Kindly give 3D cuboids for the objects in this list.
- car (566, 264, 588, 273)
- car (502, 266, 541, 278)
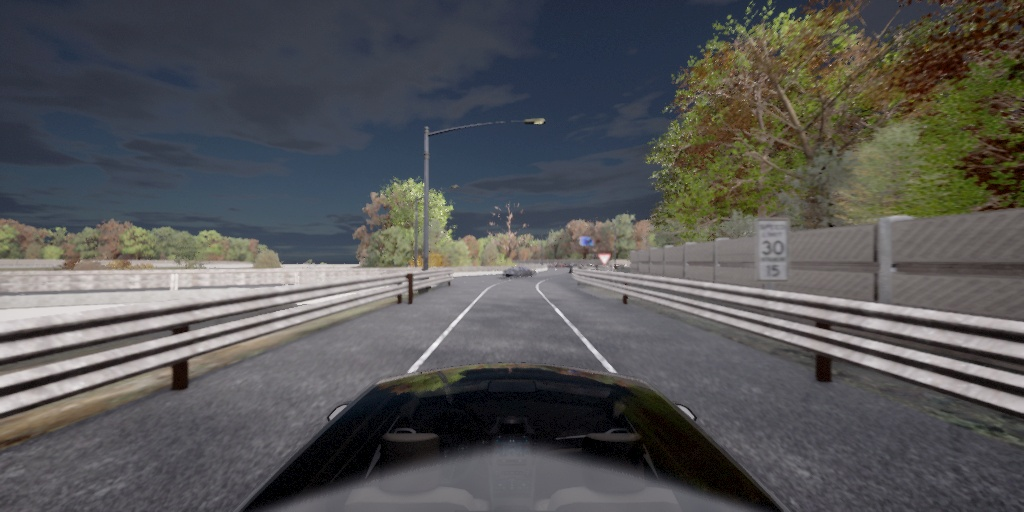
[{"bbox_3d":[11.309,2.260,62.008,1.837,1.490,4.892,0,-1,25],"label":"car"},{"bbox_3d":[0.943,1.949,43.558,2.033,1.411,5.357,-1,-1,35],"label":"car"}]
